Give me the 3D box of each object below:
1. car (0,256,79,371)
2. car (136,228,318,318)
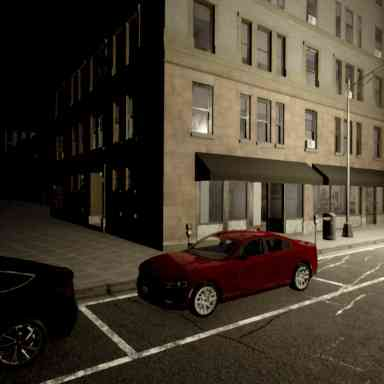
[{"bbox_3d":[-3.665,1.566,4.144,4.313,1.339,1.947,0,1,-35],"label":"car"},{"bbox_3d":[0.956,1.545,7.434,4.507,1.381,1.887,0,1,-35],"label":"car"}]
